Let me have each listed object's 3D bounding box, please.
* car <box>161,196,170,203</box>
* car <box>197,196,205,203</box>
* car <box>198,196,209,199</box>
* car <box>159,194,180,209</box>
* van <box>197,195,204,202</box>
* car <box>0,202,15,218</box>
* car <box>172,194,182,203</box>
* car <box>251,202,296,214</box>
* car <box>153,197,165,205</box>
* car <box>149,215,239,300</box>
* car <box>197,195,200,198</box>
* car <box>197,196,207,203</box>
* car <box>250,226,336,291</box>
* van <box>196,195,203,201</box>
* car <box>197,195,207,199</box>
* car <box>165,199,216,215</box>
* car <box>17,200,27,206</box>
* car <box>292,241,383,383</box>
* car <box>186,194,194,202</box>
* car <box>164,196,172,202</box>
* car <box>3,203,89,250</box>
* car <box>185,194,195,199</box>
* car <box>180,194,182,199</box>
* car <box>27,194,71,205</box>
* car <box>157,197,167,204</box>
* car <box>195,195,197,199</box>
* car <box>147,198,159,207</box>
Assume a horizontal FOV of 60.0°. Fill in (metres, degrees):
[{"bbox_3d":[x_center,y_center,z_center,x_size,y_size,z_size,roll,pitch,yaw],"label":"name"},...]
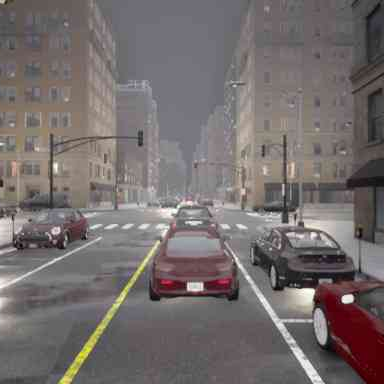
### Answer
[{"bbox_3d":[-6.393,1.698,80.183,1.967,1.590,4.097,0,0,-1],"label":"car"},{"bbox_3d":[2.132,1.699,80.270,1.967,1.590,4.097,0,0,-1],"label":"car"},{"bbox_3d":[2.443,1.682,52.736,1.887,1.381,4.507,0,0,-1],"label":"car"},{"bbox_3d":[-3.260,1.475,48.528,2.097,1.767,4.553,0,0,-1],"label":"car"},{"bbox_3d":[2.070,1.630,85.778,1.690,1.788,3.998,0,0,-1],"label":"van"},{"bbox_3d":[-17.342,1.300,27.020,4.553,1.767,2.097,0,-1,0],"label":"car"},{"bbox_3d":[-3.513,1.472,77.860,2.150,2.045,5.566,0,0,-1],"label":"car"},{"bbox_3d":[9.059,1.760,37.173,4.718,1.301,1.895,0,-1,0],"label":"car"},{"bbox_3d":[-6.206,1.724,63.659,1.887,1.381,4.507,0,0,-1],"label":"car"},{"bbox_3d":[0.021,1.543,8.287,1.812,1.442,4.674,0,0,-1],"label":"car"},{"bbox_3d":[2.317,1.706,63.920,1.752,1.417,4.829,0,0,-1],"label":"car"},{"bbox_3d":[2.194,1.671,74.764,1.967,1.590,4.097,0,0,-1],"label":"car"},{"bbox_3d":[2.659,1.569,8.810,2.008,1.369,4.403,0,0,0],"label":"car"},{"bbox_3d":[2.007,1.662,91.285,1.690,1.788,3.998,0,0,-1],"label":"van"},{"bbox_3d":[2.381,1.724,58.243,1.947,1.339,4.313,0,0,-1],"label":"car"},{"bbox_3d":[0.069,1.385,15.653,2.097,1.767,4.553,0,0,0],"label":"car"},{"bbox_3d":[-18.270,1.468,30.263,4.902,1.511,2.128,0,-1,0],"label":"car"},{"bbox_3d":[2.670,1.551,3.319,1.887,1.381,4.507,0,0,0],"label":"car"},{"bbox_3d":[-0.652,1.540,90.182,2.150,2.045,5.566,0,0,-1],"label":"car"},{"bbox_3d":[-6.519,1.887,91.197,1.947,1.339,4.313,0,0,-1],"label":"car"},{"bbox_3d":[-5.876,1.470,14.283,1.967,1.590,4.097,0,0,0],"label":"car"},{"bbox_3d":[-0.531,1.480,79.464,2.150,2.045,5.566,0,0,-1],"label":"car"},{"bbox_3d":[-3.416,1.721,67.330,1.812,1.442,4.674,0,0,0],"label":"car"},{"bbox_3d":[-16.384,1.273,36.978,5.566,2.045,2.150,0,-1,0],"label":"car"},{"bbox_3d":[-6.269,1.786,69.166,1.802,1.307,4.206,0,0,-1],"label":"car"},{"bbox_3d":[2.257,1.519,69.258,2.192,1.841,5.009,0,0,-1],"label":"car"},{"bbox_3d":[-6.082,1.687,52.644,2.008,1.369,4.403,0,0,-1],"label":"car"}]
